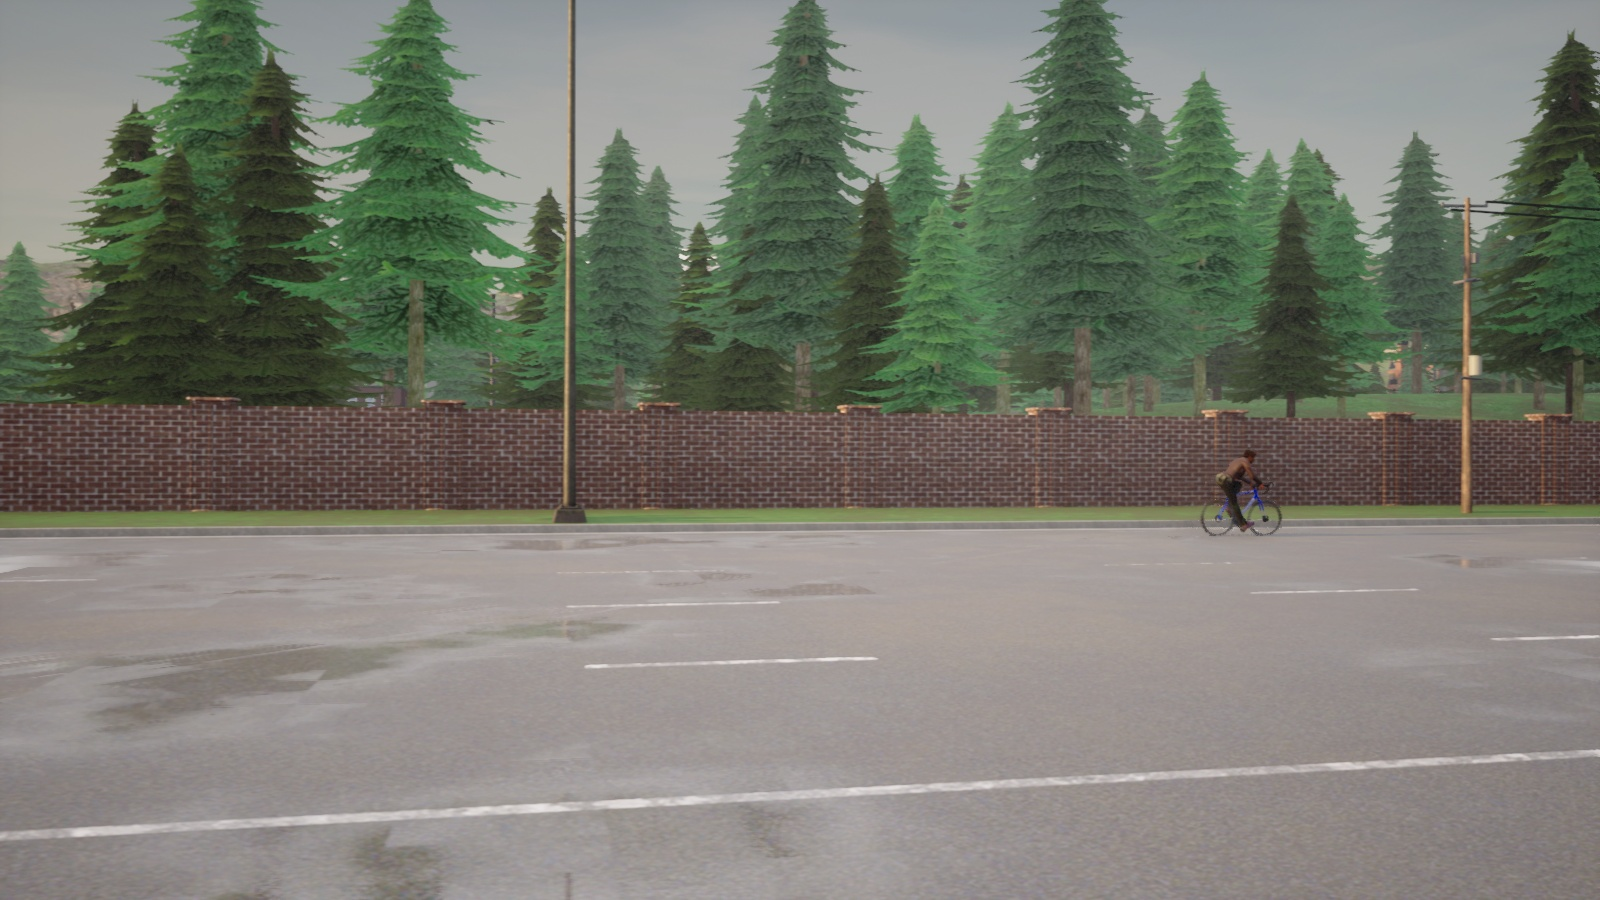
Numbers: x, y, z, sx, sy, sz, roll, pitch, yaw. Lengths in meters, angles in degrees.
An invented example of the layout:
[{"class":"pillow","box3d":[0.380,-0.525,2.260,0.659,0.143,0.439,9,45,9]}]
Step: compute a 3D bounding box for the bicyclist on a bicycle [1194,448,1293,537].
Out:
[{"class":"bicyclist on a bicycle","box3d":[8.217,0.773,23.273,1.656,1.620,0.582,0,0,-12]}]
